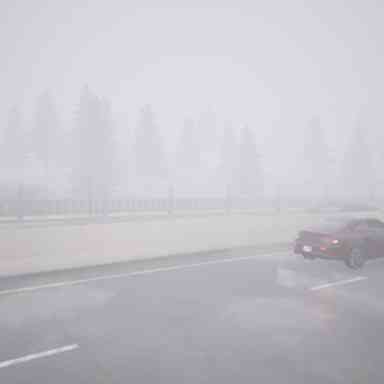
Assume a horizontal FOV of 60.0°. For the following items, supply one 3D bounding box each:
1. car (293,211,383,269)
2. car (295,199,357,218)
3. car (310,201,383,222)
[{"bbox_3d":[5.399,1.492,10.876,4.674,1.442,1.812,0,0,-29],"label":"car"},{"bbox_3d":[11.797,1.402,29.346,4.902,1.511,2.128,0,0,-20],"label":"car"},{"bbox_3d":[12.002,1.469,25.736,5.357,1.411,2.033,0,0,-22],"label":"car"}]
